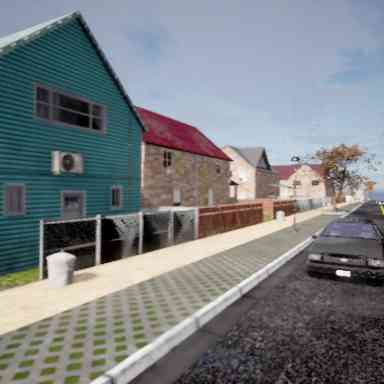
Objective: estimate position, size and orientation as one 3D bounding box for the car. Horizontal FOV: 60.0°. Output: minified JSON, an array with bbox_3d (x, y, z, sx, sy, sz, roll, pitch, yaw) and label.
[{"bbox_3d":[4.915,1.553,10.245,2.033,1.411,5.357,1,0,29],"label":"car"}]
